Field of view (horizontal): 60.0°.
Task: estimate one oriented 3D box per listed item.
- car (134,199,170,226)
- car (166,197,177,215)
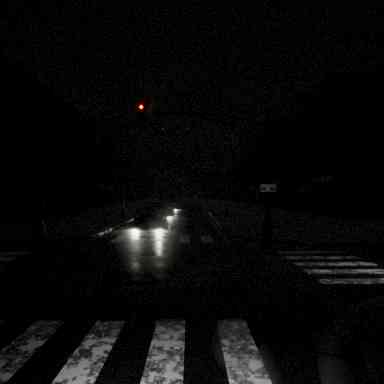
[{"bbox_3d":[-2.912,1.491,23.982,1.882,1.535,5.008,0,0,0],"label":"car"},{"bbox_3d":[-2.931,1.498,34.226,1.882,1.535,5.008,0,0,0],"label":"car"}]
